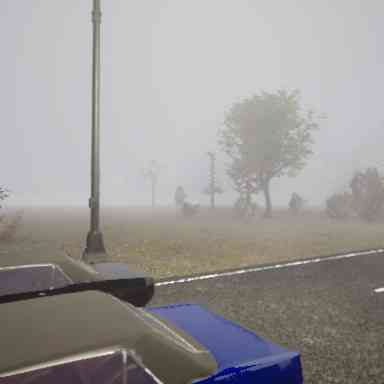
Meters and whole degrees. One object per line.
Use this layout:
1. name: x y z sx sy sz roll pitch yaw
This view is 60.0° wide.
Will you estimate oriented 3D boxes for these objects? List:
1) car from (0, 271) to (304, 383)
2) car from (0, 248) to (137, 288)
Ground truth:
1. car: -1.434 1.630 2.512 4.718 1.301 1.895 1 -1 -32
2. car: -3.085 1.661 5.312 4.718 1.301 1.895 1 -1 -32
